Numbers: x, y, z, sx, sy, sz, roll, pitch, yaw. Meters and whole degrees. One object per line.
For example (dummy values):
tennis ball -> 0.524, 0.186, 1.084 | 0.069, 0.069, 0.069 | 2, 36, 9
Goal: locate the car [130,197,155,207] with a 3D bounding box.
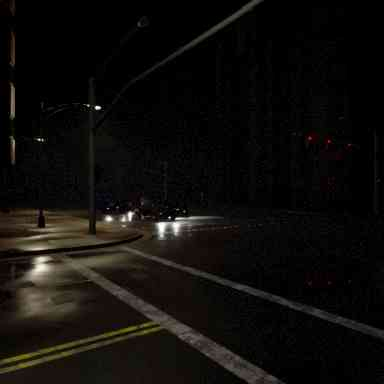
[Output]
car -> -7.852, 1.526, 52.055 | 1.812, 1.442, 4.674 | 0, 0, -37

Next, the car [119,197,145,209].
car -> -8.551, 1.526, 47.062 | 1.812, 1.442, 4.674 | 0, 0, -36

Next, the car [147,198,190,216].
car -> -2.126, 1.505, 32.024 | 1.837, 1.490, 4.892 | 0, 0, -36

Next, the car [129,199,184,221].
car -> -3.061, 1.547, 27.453 | 2.033, 1.411, 5.357 | 0, 0, -31

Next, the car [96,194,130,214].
car -> -9.096, 1.221, 35.652 | 2.150, 2.045, 5.566 | 0, 0, -36

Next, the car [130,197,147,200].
car -> -7.532, 1.352, 39.453 | 2.097, 1.767, 4.553 | 0, 0, -37
